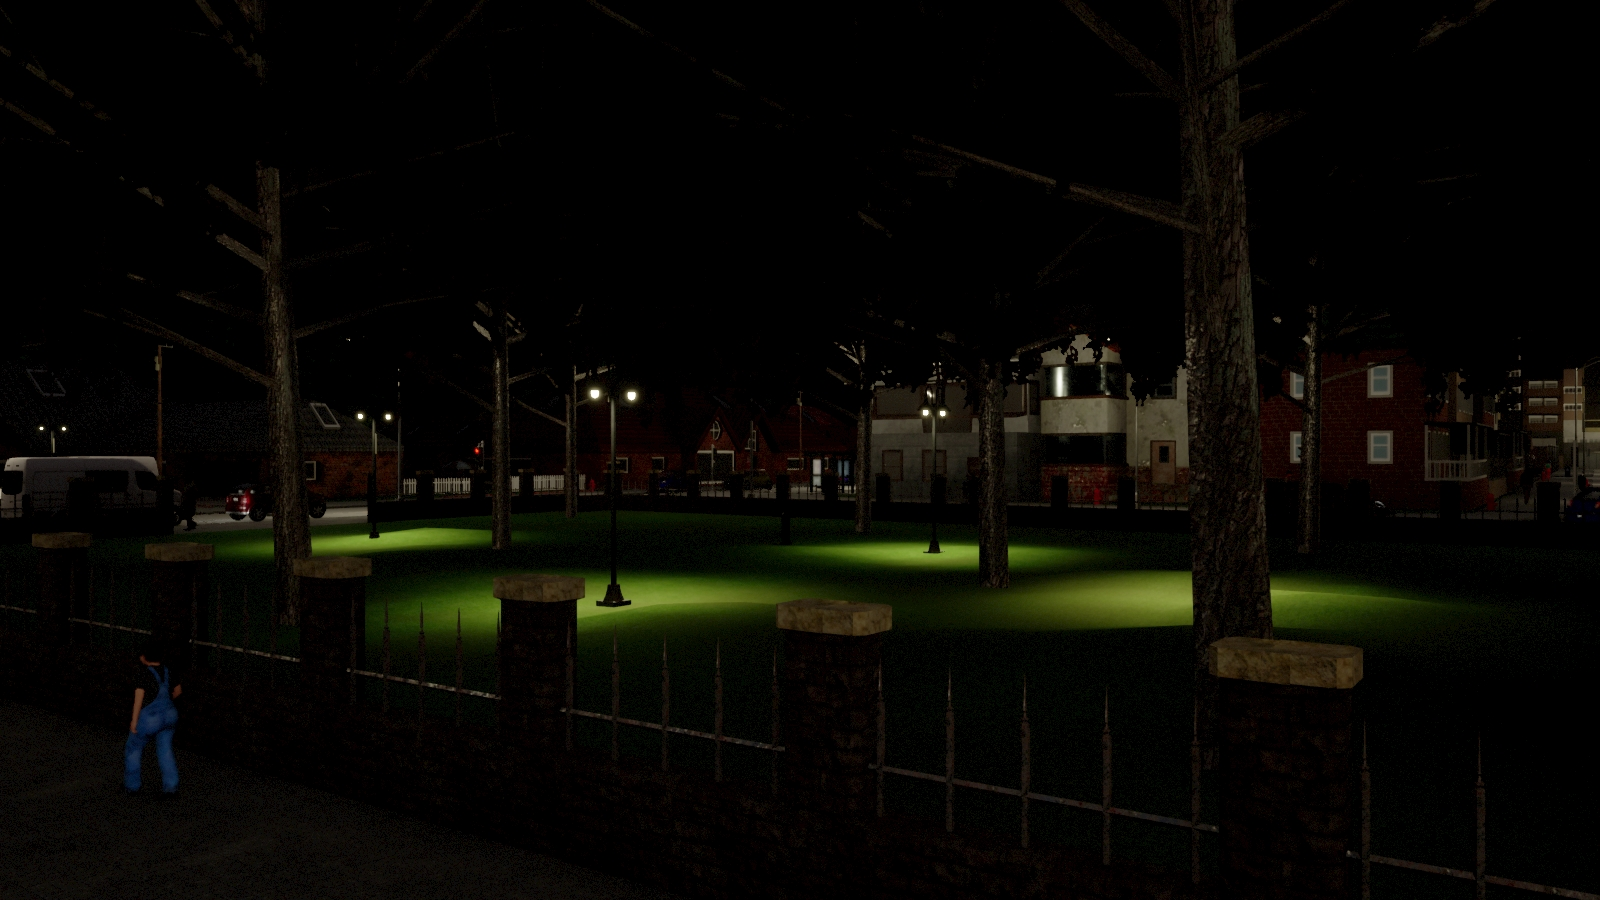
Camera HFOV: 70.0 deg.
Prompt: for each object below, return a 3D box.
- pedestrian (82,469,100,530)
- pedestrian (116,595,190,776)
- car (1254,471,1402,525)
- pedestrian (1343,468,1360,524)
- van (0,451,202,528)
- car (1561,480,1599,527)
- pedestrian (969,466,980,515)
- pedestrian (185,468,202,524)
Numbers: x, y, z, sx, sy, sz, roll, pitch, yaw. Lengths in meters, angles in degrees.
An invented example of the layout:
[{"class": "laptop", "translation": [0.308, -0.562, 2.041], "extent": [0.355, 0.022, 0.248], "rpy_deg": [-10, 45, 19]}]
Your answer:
[{"class": "pedestrian", "translation": [-21.979, 1.525, 35.431], "extent": [0.375, 1.860, 0.375], "rpy_deg": [0, 0, 37]}, {"class": "pedestrian", "translation": [-5.016, 1.805, 8.862], "extent": [0.375, 1.300, 0.375], "rpy_deg": [0, 0, 35]}, {"class": "car", "translation": [19.087, 1.685, 41.382], "extent": [4.553, 1.767, 2.097], "rpy_deg": [0, 0, 35]}, {"class": "pedestrian", "translation": [18.315, 1.525, 37.964], "extent": [0.375, 1.860, 0.375], "rpy_deg": [0, 0, 0]}, {"class": "van", "translation": [-24.847, 1.314, 40.778], "extent": [1.988, 2.561, 5.915], "rpy_deg": [0, 0, 36]}, {"class": "car", "translation": [28.457, 1.818, 39.091], "extent": [3.633, 1.501, 1.845], "rpy_deg": [0, 0, -1]}, {"class": "pedestrian", "translation": [6.658, 1.524, 43.571], "extent": [0.375, 1.860, 0.375], "rpy_deg": [0, 0, 2]}, {"class": "pedestrian", "translation": [-20.154, 1.525, 37.978], "extent": [0.375, 1.860, 0.375], "rpy_deg": [0, 0, 35]}]
